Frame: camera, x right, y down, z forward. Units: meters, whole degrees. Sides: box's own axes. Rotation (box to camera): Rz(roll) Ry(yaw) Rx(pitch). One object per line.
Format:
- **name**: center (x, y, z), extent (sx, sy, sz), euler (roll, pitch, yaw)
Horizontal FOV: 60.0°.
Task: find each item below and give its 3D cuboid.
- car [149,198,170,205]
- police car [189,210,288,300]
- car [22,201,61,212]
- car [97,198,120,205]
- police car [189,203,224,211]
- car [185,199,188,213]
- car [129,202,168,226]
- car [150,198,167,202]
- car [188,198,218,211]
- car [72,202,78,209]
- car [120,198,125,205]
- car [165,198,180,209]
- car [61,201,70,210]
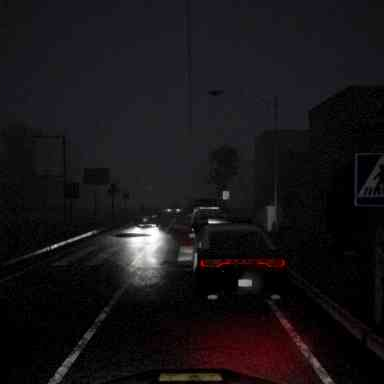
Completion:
- **car**: center (-8.908, 2.558, 91.770), extent (5.566, 2.045, 2.435), euler (0, -1, 0)
- **police car**: center (0.957, 1.467, 8.601), extent (1.930, 1.638, 5.238), euler (0, -1, 0)
- **car**: center (-21.986, 2.133, 48.030), extent (4.674, 1.452, 2.002), euler (0, -1, 0)
- **car**: center (-21.958, 2.700, 86.209), extent (5.008, 1.535, 2.097), euler (0, -1, 0)
- **police car**: center (0.947, 1.611, 18.612), extent (1.930, 1.638, 5.238), euler (0, -1, 0)
- **car**: center (-0.018, 2.116, 45.843), extent (1.837, 1.490, 4.892), euler (0, -1, 0)
- **car**: center (-3.381, 1.800, 26.435), extent (2.128, 1.511, 4.902), euler (0, -1, 0)
- **car**: center (-8.875, 2.755, 88.964), extent (4.892, 1.521, 2.231), euler (0, -1, 0)
- **car**: center (0.944, 1.504, 24.537), extent (2.150, 2.045, 5.566), euler (0, -1, 0)
- **car**: center (-21.991, 2.196, 54.579), extent (5.008, 1.535, 2.097), euler (0, -1, 0)
- **car**: center (-21.965, 2.808, 91.776), extent (5.008, 1.535, 2.097), euler (0, -1, 0)
- **car**: center (-3.282, 2.317, 60.664), extent (1.882, 1.535, 5.008), euler (0, -1, 0)
- **car**: center (-21.982, 2.146, 51.306), extent (4.892, 1.521, 2.231), euler (0, -1, 0)
